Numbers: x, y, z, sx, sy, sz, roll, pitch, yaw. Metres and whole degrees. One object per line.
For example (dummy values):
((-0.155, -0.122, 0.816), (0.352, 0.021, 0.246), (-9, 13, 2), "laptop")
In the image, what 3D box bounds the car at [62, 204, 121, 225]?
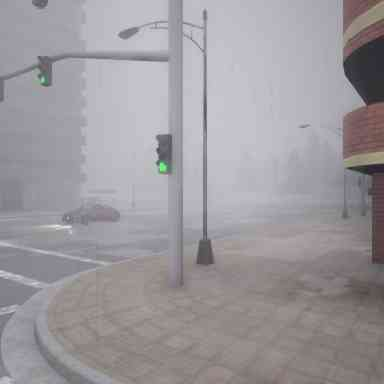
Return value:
((-7.214, 1.564, 24.121), (1.994, 1.385, 4.181), (0, 0, 36), "car")
